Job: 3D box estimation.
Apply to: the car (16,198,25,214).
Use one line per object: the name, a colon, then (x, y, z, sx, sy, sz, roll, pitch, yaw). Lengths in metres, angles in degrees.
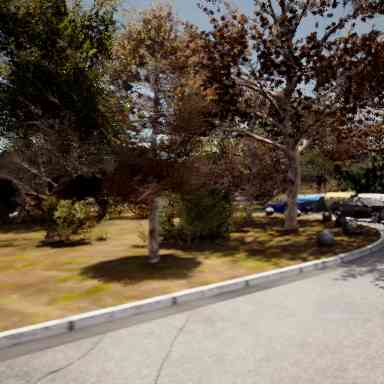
car: (-27.463, 1.765, 51.364, 2.435, 2.045, 5.566, -2, 1, -35)

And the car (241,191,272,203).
car: (12.243, 0.890, 63.501, 2.435, 2.045, 5.566, -1, 1, -35)

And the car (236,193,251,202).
car: (7.821, 1.295, 60.332, 2.002, 1.452, 4.674, -1, 1, -35)

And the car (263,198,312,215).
car: (9.047, 1.340, 31.823, 1.882, 1.535, 5.008, 3, -3, -33)

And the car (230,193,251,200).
car: (11.408, 0.977, 78.918, 2.097, 1.535, 5.008, -1, 1, -35)

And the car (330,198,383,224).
car: (11.060, 1.131, 21.140, 2.128, 1.511, 4.902, 2, -1, -20)

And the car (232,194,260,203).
car: (9.989, 1.199, 61.873, 2.097, 1.535, 5.008, -1, 1, -35)

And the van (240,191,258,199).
van: (13.761, 0.697, 80.439, 1.878, 1.987, 4.442, -1, 1, -35)
